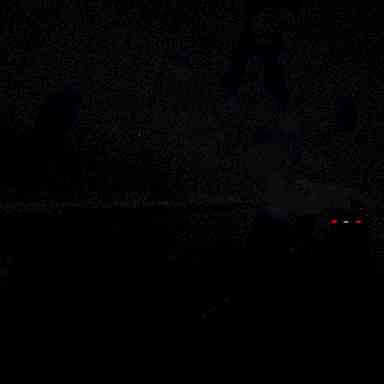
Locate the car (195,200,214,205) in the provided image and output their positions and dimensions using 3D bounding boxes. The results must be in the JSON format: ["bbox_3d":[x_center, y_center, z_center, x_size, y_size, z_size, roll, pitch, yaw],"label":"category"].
[{"bbox_3d":[3.132,2.297,61.057,2.128,1.511,4.902,-1,-1,28],"label":"car"}]

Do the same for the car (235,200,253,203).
[{"bbox_3d":[9.708,2.267,58.554,1.837,1.490,4.892,-1,-1,28],"label":"car"}]

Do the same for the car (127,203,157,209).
[{"bbox_3d":[-4.765,1.812,30.870,2.128,1.511,4.902,-1,-1,28],"label":"car"}]

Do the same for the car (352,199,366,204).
[{"bbox_3d":[22.499,1.997,45.119,1.837,1.490,4.892,-1,-1,28],"label":"car"}]

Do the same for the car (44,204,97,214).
[{"bbox_3d":[-11.699,1.971,32.720,1.895,1.301,4.718,-1,-1,28],"label":"car"}]

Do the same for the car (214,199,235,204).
[{"bbox_3d":[6.354,2.133,59.686,2.097,1.767,4.553,-1,-2,28],"label":"car"}]

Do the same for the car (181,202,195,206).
[{"bbox_3d":[-0.207,2.426,62.185,1.895,1.301,4.718,-1,-1,28],"label":"car"}]

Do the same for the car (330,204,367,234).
[{"bbox_3d":[9.530,1.694,20.260,2.033,1.411,5.357,-1,-1,28],"label":"car"}]
